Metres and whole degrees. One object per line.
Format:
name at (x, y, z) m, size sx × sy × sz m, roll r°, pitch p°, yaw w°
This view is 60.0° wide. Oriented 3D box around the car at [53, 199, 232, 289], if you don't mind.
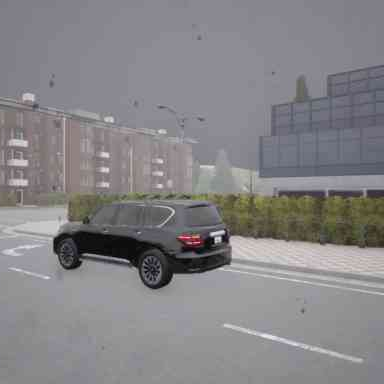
car at (-1.573, 1.221, 9.401) m, size 5.566 × 2.045 × 2.150 m, roll 0°, pitch 0°, yaw 35°
